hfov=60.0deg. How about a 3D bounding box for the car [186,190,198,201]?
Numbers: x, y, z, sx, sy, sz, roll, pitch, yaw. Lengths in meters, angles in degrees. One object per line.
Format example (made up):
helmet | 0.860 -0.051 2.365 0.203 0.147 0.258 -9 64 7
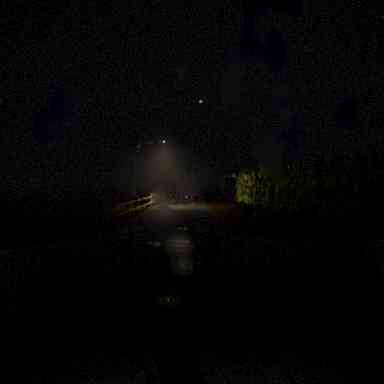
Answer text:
car | -0.010 0.620 54.491 1.837 1.490 4.892 0 2 0

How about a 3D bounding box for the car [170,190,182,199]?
car | -2.761 0.474 59.078 1.837 1.490 4.892 0 2 0

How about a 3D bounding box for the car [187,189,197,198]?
car | -0.012 0.298 64.903 2.033 1.411 5.357 0 2 0
